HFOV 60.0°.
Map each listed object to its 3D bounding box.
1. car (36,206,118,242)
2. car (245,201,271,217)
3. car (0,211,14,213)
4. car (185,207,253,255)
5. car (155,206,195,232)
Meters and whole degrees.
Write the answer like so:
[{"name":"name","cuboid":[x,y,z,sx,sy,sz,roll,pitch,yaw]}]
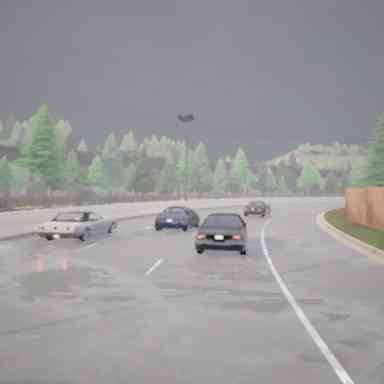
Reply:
[{"name":"car","cuboid":[-5.295,1.565,16.119,1.895,1.301,4.718,0,0,10]},{"name":"car","cuboid":[6.200,1.561,31.297,2.033,1.411,5.357,0,0,21]},{"name":"car","cuboid":[-14.579,1.478,23.553,1.994,1.385,4.181,0,0,14]},{"name":"car","cuboid":[1.310,1.547,13.466,2.033,1.411,5.357,0,0,10]},{"name":"car","cuboid":[-0.796,1.549,20.307,1.994,1.385,4.181,0,0,13]}]
